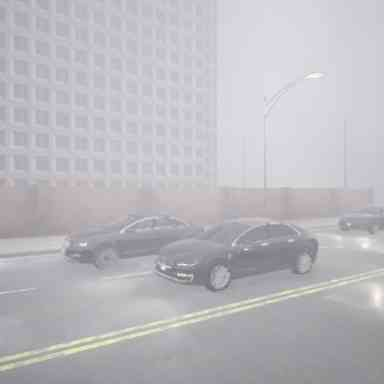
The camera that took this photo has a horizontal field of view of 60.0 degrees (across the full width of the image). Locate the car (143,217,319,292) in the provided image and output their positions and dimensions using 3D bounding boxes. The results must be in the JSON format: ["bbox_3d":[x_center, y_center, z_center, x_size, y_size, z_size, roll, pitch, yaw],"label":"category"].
[{"bbox_3d":[1.378,1.505,9.011,4.892,1.490,1.837,0,0,-33],"label":"car"}]

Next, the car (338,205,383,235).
[{"bbox_3d":[10.338,1.507,18.894,4.892,1.490,1.837,1,0,-32],"label":"car"}]

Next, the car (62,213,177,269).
[{"bbox_3d":[-1.732,1.492,11.170,4.902,1.511,2.128,0,0,-33],"label":"car"}]
